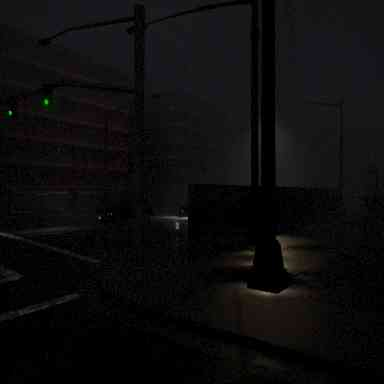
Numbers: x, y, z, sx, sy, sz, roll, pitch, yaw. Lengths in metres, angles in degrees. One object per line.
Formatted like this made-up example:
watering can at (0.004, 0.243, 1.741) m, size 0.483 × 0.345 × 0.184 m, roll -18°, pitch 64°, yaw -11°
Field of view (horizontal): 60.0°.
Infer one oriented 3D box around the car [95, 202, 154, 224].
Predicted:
car at (-4.911, 1.491, 24.772) m, size 2.128 × 1.511 × 4.902 m, roll 0°, pitch 0°, yaw 35°

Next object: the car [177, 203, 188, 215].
car at (0.527, 1.505, 32.516) m, size 1.837 × 1.490 × 4.892 m, roll 0°, pitch 0°, yaw 35°
